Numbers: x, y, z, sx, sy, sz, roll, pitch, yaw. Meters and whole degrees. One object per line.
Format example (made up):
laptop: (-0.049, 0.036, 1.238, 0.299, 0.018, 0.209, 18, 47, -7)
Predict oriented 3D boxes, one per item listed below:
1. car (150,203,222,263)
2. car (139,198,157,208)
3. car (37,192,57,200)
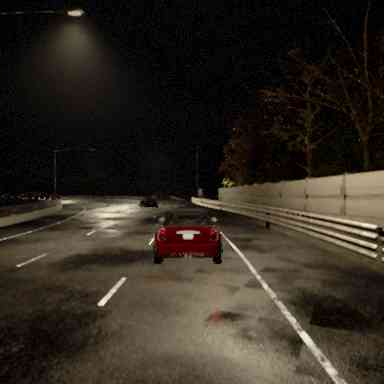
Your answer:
car: (-0.143, 1.345, 12.033, 2.097, 1.767, 4.553, 0, 0, -1)
car: (-6.255, 1.534, 47.627, 1.994, 1.385, 4.181, 0, 0, -19)
car: (-37.153, 1.265, 85.210, 2.097, 1.767, 4.553, 0, 0, -44)
